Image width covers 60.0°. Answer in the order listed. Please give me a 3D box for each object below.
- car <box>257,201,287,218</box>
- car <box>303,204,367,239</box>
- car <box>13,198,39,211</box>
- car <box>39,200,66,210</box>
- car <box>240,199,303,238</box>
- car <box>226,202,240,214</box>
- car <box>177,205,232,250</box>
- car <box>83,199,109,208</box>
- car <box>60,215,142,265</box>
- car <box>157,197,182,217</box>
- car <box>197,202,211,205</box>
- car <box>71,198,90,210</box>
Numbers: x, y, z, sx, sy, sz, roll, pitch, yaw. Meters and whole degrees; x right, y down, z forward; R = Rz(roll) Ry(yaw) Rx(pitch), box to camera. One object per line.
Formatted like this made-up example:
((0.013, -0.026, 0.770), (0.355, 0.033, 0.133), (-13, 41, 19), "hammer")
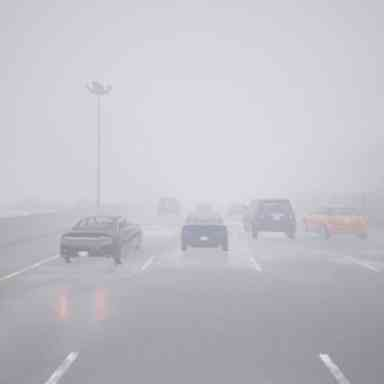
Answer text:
((8.217, 1.779, 34.671), (2.128, 1.511, 4.902), (0, 0, 1), "car")
((7.700, 1.511, 18.420), (2.097, 1.767, 4.553), (0, 0, 2), "car")
((-23.246, 1.686, 47.153), (2.097, 1.767, 4.553), (0, 0, 1), "car")
((-19.735, 1.873, 48.088), (1.812, 1.442, 4.674), (0, -1, 1), "car")
((4.210, 1.376, 18.728), (2.150, 2.045, 5.566), (0, -1, 2), "car")
((4.725, 1.776, 35.064), (2.128, 1.511, 4.902), (0, 0, 1), "car")
((0.559, 1.597, 14.907), (1.882, 1.535, 5.008), (0, 0, 2), "car")
((-12.783, 1.938, 45.312), (1.895, 1.301, 4.718), (0, 0, 1), "car")
((-3.055, 1.584, 12.058), (2.128, 1.511, 4.902), (0, 0, 2), "car")
((-2.282, 1.490, 34.435), (2.150, 2.045, 5.566), (0, 0, 1), "car")
((1.230, 1.786, 35.301), (1.837, 1.490, 4.892), (0, 0, 1), "car")
((-16.214, 1.715, 49.396), (2.097, 1.767, 4.553), (0, 0, 1), "car")
